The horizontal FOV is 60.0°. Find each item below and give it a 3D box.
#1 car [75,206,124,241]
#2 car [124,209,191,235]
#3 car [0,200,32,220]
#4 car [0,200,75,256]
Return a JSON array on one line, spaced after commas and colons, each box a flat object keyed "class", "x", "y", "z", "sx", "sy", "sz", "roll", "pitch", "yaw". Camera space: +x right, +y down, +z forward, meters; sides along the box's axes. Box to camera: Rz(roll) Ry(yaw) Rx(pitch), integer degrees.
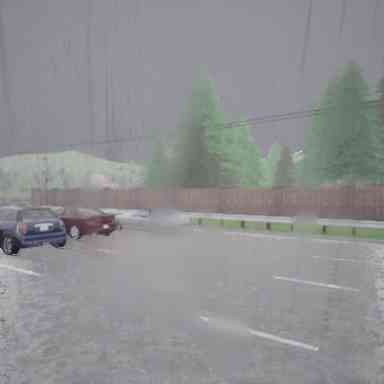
[{"class": "car", "x": -6.013, "y": 1.459, "z": 16.848, "sx": 5.008, "sy": 1.535, "sz": 1.882, "roll": 0, "pitch": 0, "yaw": 35}, {"class": "car", "x": -2.487, "y": 1.584, "z": 18.621, "sx": 4.718, "sy": 1.301, "sz": 1.895, "roll": 0, "pitch": 0, "yaw": 36}, {"class": "car", "x": -15.865, "y": 1.455, "z": 28.178, "sx": 4.902, "sy": 1.511, "sz": 2.128, "roll": 0, "pitch": 0, "yaw": 36}, {"class": "car", "x": -7.082, "y": 1.335, "z": 13.306, "sx": 4.553, "sy": 1.767, "sz": 2.097, "roll": 0, "pitch": 0, "yaw": 36}]
